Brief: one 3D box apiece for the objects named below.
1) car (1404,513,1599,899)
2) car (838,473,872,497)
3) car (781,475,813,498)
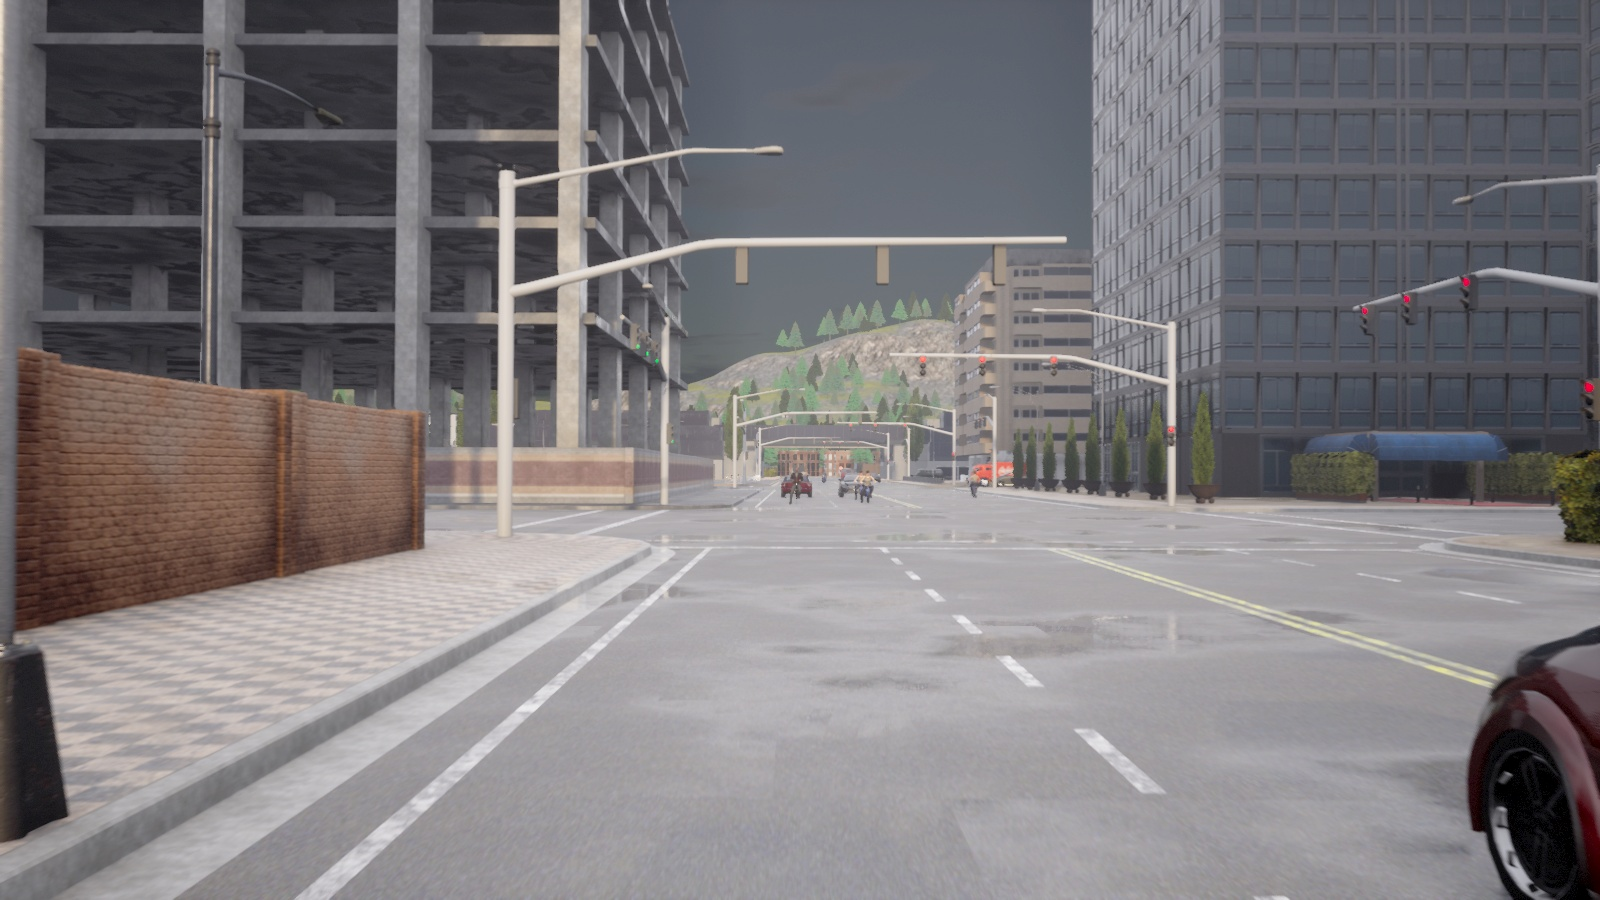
[{"bbox_3d":[3.492,0.916,3.063,1.994,1.385,4.181,0,-1,0],"label":"car"},{"bbox_3d":[3.315,2.103,76.202,1.812,1.442,4.674,0,-1,0],"label":"car"},{"bbox_3d":[-0.182,2.178,75.391,1.895,1.301,4.718,0,-1,0],"label":"car"}]
